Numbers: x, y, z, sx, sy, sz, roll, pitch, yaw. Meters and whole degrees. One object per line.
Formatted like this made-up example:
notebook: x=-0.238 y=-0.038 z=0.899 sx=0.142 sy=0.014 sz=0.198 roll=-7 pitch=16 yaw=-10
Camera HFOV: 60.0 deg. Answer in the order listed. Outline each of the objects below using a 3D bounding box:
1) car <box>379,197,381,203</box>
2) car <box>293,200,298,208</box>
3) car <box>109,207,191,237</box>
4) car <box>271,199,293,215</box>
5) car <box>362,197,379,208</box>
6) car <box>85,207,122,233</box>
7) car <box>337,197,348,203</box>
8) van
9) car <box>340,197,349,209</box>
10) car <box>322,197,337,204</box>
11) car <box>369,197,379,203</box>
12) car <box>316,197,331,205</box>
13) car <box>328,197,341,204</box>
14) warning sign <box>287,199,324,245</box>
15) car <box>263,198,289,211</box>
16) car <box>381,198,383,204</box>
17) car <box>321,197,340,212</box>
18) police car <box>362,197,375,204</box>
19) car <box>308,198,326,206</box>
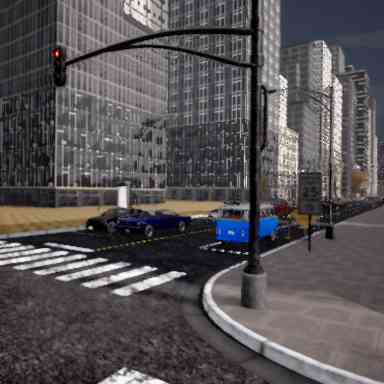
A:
car: x=33.195 y=1.938 z=61.510 sx=2.008 sy=1.369 sz=4.403 roll=1 pitch=0 yaw=34
car: x=16.952 y=1.732 z=52.155 sx=1.752 sy=1.417 sz=4.829 roll=1 pitch=0 yaw=34
car: x=-2.078 y=1.664 z=18.724 sx=1.895 sy=1.301 sz=4.718 roll=1 pitch=0 yaw=34
car: x=8.615 y=1.748 z=34.859 sx=1.895 sy=1.301 sz=4.718 roll=1 pitch=0 yaw=34
car: x=30.141 y=1.910 z=56.896 sx=2.008 sy=1.369 sz=4.403 roll=1 pitch=0 yaw=34
car: x=-4.335 y=1.598 z=20.006 sx=1.947 sy=1.339 sz=4.313 roll=1 pitch=0 yaw=34
car: x=38.331 y=1.934 z=84.447 sx=1.752 sy=1.417 sz=4.829 roll=1 pitch=0 yaw=34
van: x=2.656 y=1.470 z=15.378 sx=1.690 sy=1.788 sz=3.998 roll=1 pitch=0 yaw=34
car: x=22.251 y=1.878 z=49.854 sx=1.895 sy=1.301 sz=4.718 roll=1 pitch=0 yaw=34
car: x=29.262 y=1.870 z=70.749 sx=2.008 sy=1.369 sz=4.403 roll=1 pitch=0 yaw=34
car: x=45.757 y=1.960 z=83.723 sx=1.801 sy=1.575 sz=5.366 roll=1 pitch=0 yaw=34
car: x=26.210 y=1.731 z=66.137 sx=1.967 sy=1.590 sz=4.097 roll=1 pitch=0 yaw=34
car: x=32.316 y=1.894 z=75.362 sx=1.887 sy=1.381 sz=4.507 roll=1 pitch=0 yaw=34
warning sign: x=4.966 y=1.274 z=14.561 sx=1.300 sy=1.860 sz=1.060 roll=1 pitch=0 yaw=34
car: x=10.938 y=1.595 z=43.070 sx=1.967 sy=1.590 sz=4.097 roll=1 pitch=0 yaw=34
car: x=42.359 y=1.915 z=75.348 sx=1.967 sy=1.590 sz=4.097 roll=1 pitch=0 yaw=34
car: x=16.505 y=1.705 z=41.094 sx=1.882 sy=1.535 sz=5.008 roll=1 pitch=0 yaw=34
police car: x=40.130 y=1.872 z=75.390 sx=1.930 sy=1.638 sz=5.238 roll=1 pitch=0 yaw=35
car: x=23.154 y=1.814 z=61.523 sx=2.008 sy=1.369 sz=4.403 roll=1 pitch=0 yaw=34
